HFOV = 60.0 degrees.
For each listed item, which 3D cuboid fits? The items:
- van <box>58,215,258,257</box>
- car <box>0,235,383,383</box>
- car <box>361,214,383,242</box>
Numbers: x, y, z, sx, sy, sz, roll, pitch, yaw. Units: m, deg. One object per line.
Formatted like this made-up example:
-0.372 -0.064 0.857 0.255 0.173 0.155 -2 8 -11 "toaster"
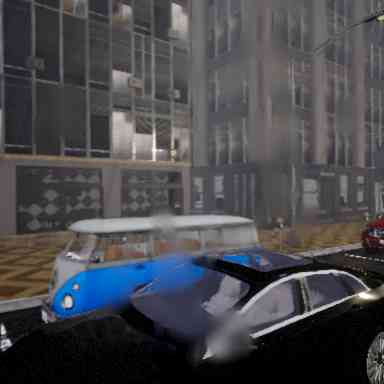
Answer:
-0.500 1.354 6.221 3.998 1.788 1.690 0 -1 -35 "van"
0.490 1.502 3.712 4.902 1.511 2.128 0 0 -35 "car"
8.510 1.373 12.650 5.009 1.841 2.192 0 -1 -35 "car"
